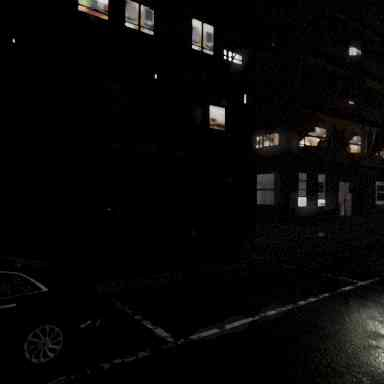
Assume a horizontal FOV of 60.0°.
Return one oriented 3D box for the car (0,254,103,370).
[{"bbox_3d":[-3.358,1.551,4.115,4.403,1.369,2.008,0,1,-36],"label":"car"}]
